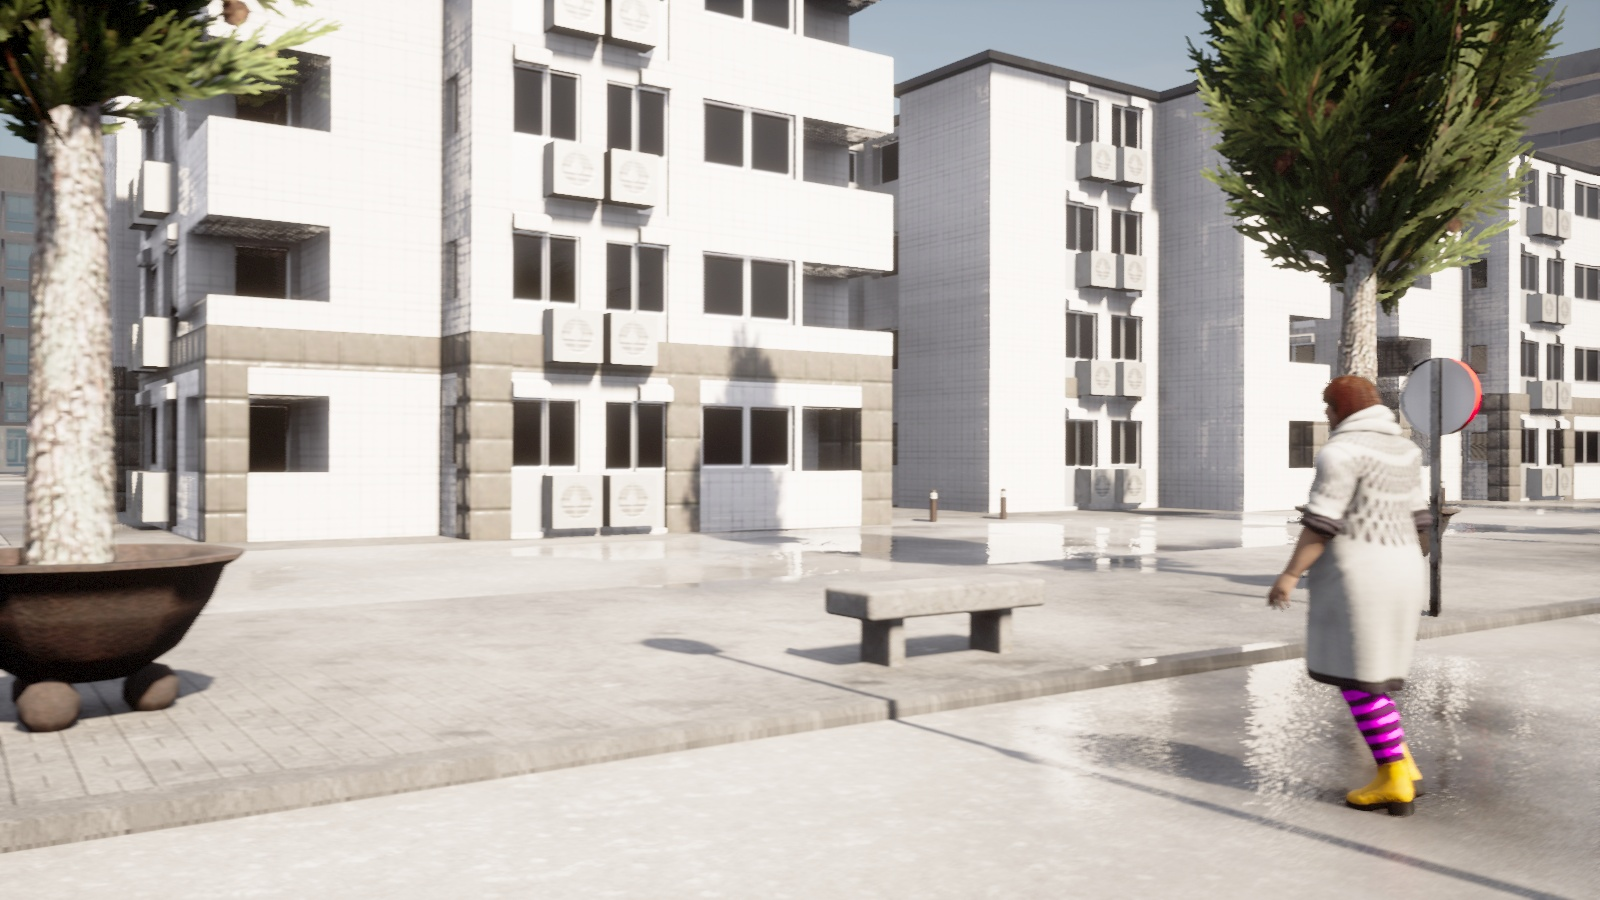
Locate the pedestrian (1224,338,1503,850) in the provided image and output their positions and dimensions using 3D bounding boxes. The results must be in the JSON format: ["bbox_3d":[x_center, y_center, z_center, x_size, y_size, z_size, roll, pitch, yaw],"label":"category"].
[{"bbox_3d":[2.379,0.552,5.337,0.659,1.952,0.873,0,0,-39],"label":"pedestrian"}]
